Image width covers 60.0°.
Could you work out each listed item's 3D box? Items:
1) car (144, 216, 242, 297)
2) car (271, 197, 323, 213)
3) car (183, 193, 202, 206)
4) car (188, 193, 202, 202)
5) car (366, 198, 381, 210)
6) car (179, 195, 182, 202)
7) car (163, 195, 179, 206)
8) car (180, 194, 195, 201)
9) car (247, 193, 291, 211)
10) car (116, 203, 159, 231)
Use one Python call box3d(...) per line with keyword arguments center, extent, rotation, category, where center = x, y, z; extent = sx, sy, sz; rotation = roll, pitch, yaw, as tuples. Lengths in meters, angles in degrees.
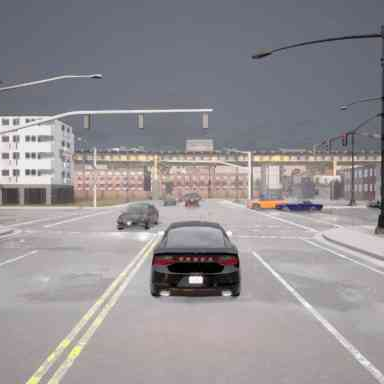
box3d(center=(0.082, 1.478, 8.636), extent=(1.882, 1.535, 5.008), rotation=(0, 0, 0), category="car")
box3d(center=(11.336, 1.534, 35.587), extent=(4.718, 1.301, 1.895), rotation=(0, 0, 1), category="car")
box3d(center=(0.044, 1.352, 53.150), extent=(2.097, 1.767, 4.553), rotation=(0, 0, 0), category="car")
box3d(center=(0.785, 1.225, 78.992), extent=(2.150, 2.045, 5.566), rotation=(0, 0, 15), category="car")
box3d(center=(23.003, 1.285, 38.852), extent=(4.902, 1.511, 2.128), rotation=(-1, 0, 1), category="car")
box3d(center=(-3.545, 1.478, 64.061), extent=(1.882, 1.535, 5.008), rotation=(0, 0, 1), category="car")
box3d(center=(-3.569, 1.505, 54.848), extent=(1.837, 1.490, 4.892), rotation=(0, 0, 0), category="car")
box3d(center=(-1.081, 1.355, 83.959), extent=(2.097, 1.767, 4.553), rotation=(0, 0, 23), category="car")
box3d(center=(8.812, 1.297, 39.160), extent=(4.553, 1.767, 2.097), rotation=(0, 0, 2), category="car")
box3d(center=(-3.282, 1.488, 20.785), extent=(1.837, 1.490, 4.892), rotation=(-1, 0, 5), category="car")
